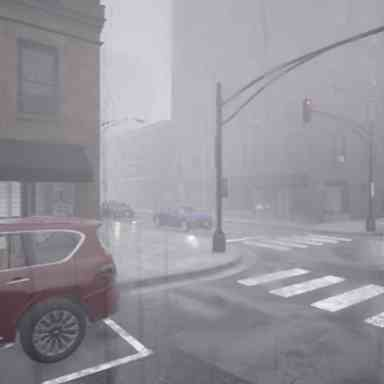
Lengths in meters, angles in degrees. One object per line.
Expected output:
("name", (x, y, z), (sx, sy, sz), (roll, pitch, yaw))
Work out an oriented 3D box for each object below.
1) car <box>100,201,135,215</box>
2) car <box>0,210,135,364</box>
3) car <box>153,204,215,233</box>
("car", (-6.654, 1.555, 28.938), (1.837, 1.490, 4.892), (0, 0, -36))
("car", (-3.413, 1.314, 4.332), (5.009, 1.841, 2.192), (0, 0, -35))
("car", (-0.620, 1.522, 20.599), (1.882, 1.535, 5.008), (0, 0, -35))
